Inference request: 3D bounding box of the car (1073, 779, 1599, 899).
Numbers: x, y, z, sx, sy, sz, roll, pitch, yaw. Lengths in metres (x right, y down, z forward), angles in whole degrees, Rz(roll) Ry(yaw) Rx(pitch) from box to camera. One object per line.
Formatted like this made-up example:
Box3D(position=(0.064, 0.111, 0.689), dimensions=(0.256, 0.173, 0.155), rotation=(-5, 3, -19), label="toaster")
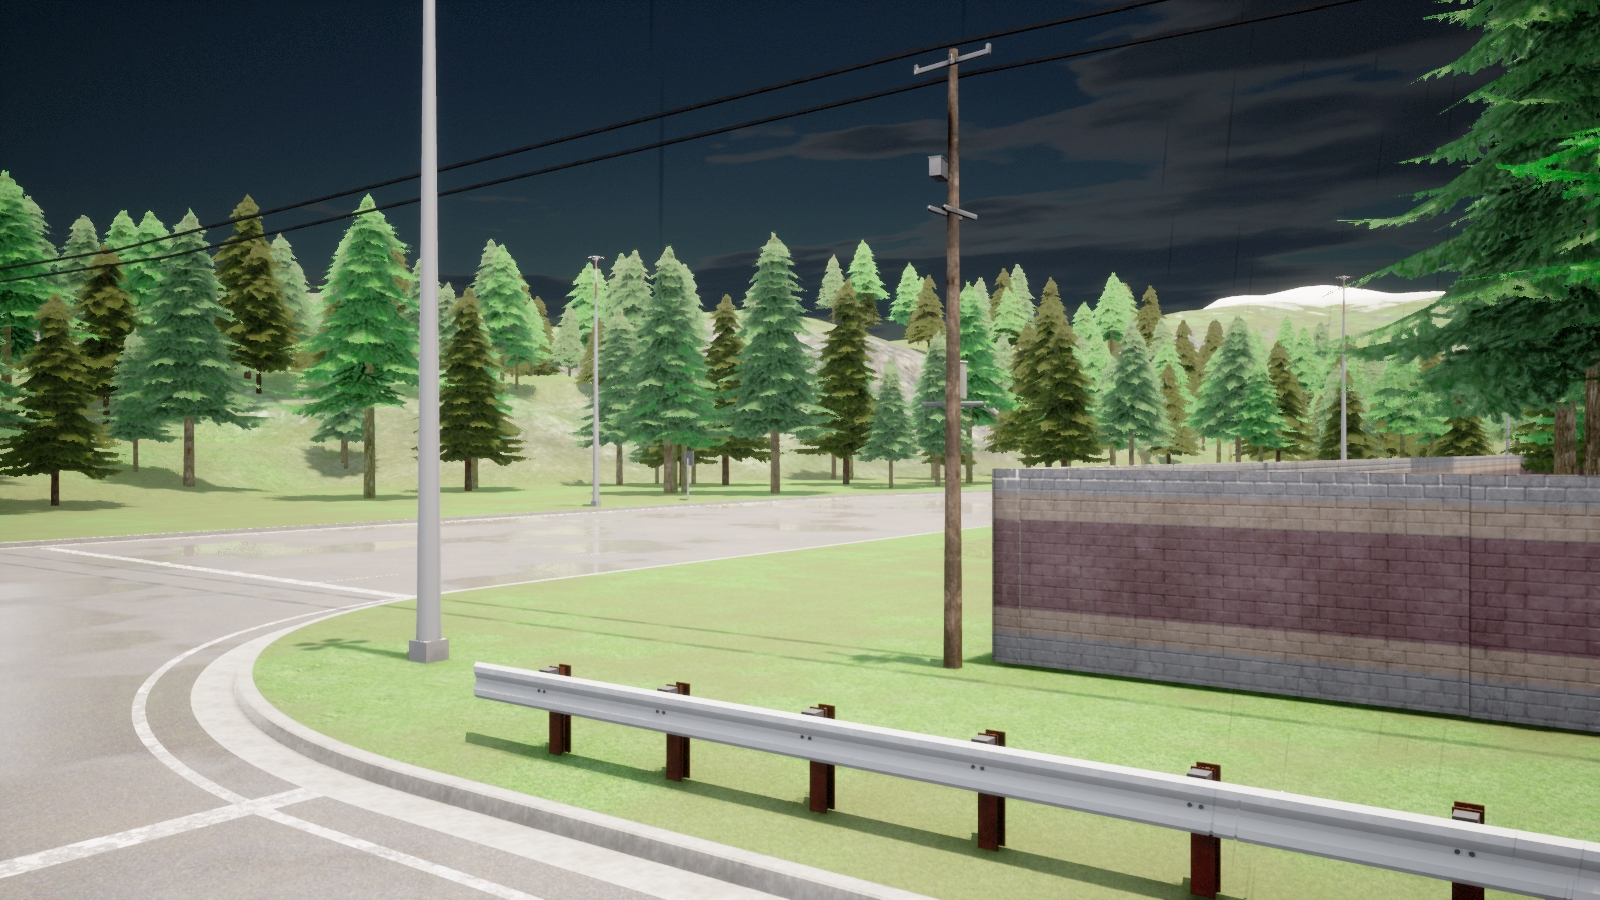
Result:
Box3D(position=(3.010, 1.982, 1.681), dimensions=(5.238, 1.638, 2.097), rotation=(0, 0, 35), label="car")
